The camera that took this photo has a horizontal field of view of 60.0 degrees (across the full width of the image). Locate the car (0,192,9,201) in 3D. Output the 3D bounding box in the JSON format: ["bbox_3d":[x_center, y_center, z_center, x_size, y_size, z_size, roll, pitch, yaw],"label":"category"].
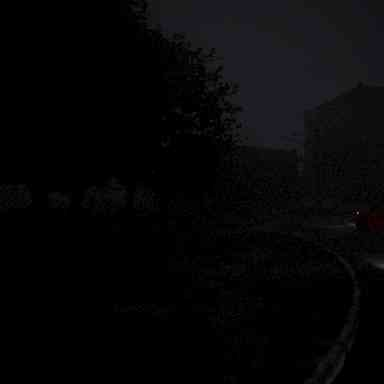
[{"bbox_3d":[-40.217,1.253,67.050,4.553,1.767,2.185,0,0,-22],"label":"car"}]

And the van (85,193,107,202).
[{"bbox_3d":[-21.004,1.248,72.916,4.442,1.987,1.878,0,0,-22],"label":"van"}]

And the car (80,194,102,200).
[{"bbox_3d":[-26.925,1.298,88.378,5.366,1.575,1.946,0,1,-22],"label":"car"}]

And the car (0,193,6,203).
[{"bbox_3d":[-38.182,1.422,61.927,5.008,1.535,2.097,0,0,-22],"label":"car"}]

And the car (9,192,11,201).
[{"bbox_3d":[-41.289,1.356,69.597,4.892,1.521,2.231,0,0,-22],"label":"car"}]

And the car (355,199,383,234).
[{"bbox_3d":[10.690,1.306,16.972,2.150,2.045,5.566,0,0,-4],"label":"car"}]

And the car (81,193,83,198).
[{"bbox_3d":[-22.903,1.295,78.012,4.553,1.767,2.185,0,1,-22],"label":"car"}]

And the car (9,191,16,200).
[{"bbox_3d":[-43.377,1.047,74.697,5.566,2.045,2.435,0,0,-22],"label":"car"}]

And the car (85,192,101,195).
[{"bbox_3d":[-19.777,1.369,70.276,4.553,1.767,2.185,0,0,-22],"label":"car"}]

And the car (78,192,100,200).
[{"bbox_3d":[-28.210,1.019,90.989,5.566,2.045,2.435,0,1,-22],"label":"car"}]

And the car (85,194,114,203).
[{"bbox_3d":[-17.799,1.552,65.215,4.792,1.488,2.163,0,0,-22],"label":"car"}]

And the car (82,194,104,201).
[{"bbox_3d":[-24.026,1.389,80.692,5.008,1.535,2.097,0,1,-22],"label":"car"}]

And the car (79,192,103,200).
[{"bbox_3d":[-26.027,1.079,85.740,5.566,2.045,2.435,0,1,-22],"label":"car"}]

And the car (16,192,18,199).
[{"bbox_3d":[-44.216,1.267,77.335,5.366,1.575,1.946,0,1,-22],"label":"car"}]
